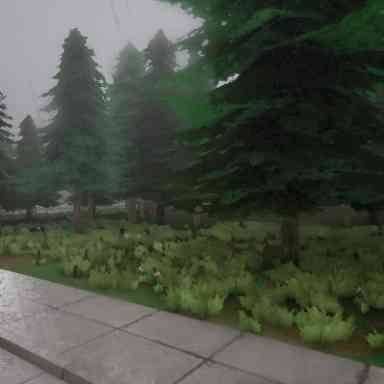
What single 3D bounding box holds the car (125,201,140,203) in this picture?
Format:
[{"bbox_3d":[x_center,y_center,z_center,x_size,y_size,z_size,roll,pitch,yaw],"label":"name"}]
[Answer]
[{"bbox_3d":[-8.334,1.795,52.539,1.882,1.535,5.008,-1,0,36],"label":"car"}]
